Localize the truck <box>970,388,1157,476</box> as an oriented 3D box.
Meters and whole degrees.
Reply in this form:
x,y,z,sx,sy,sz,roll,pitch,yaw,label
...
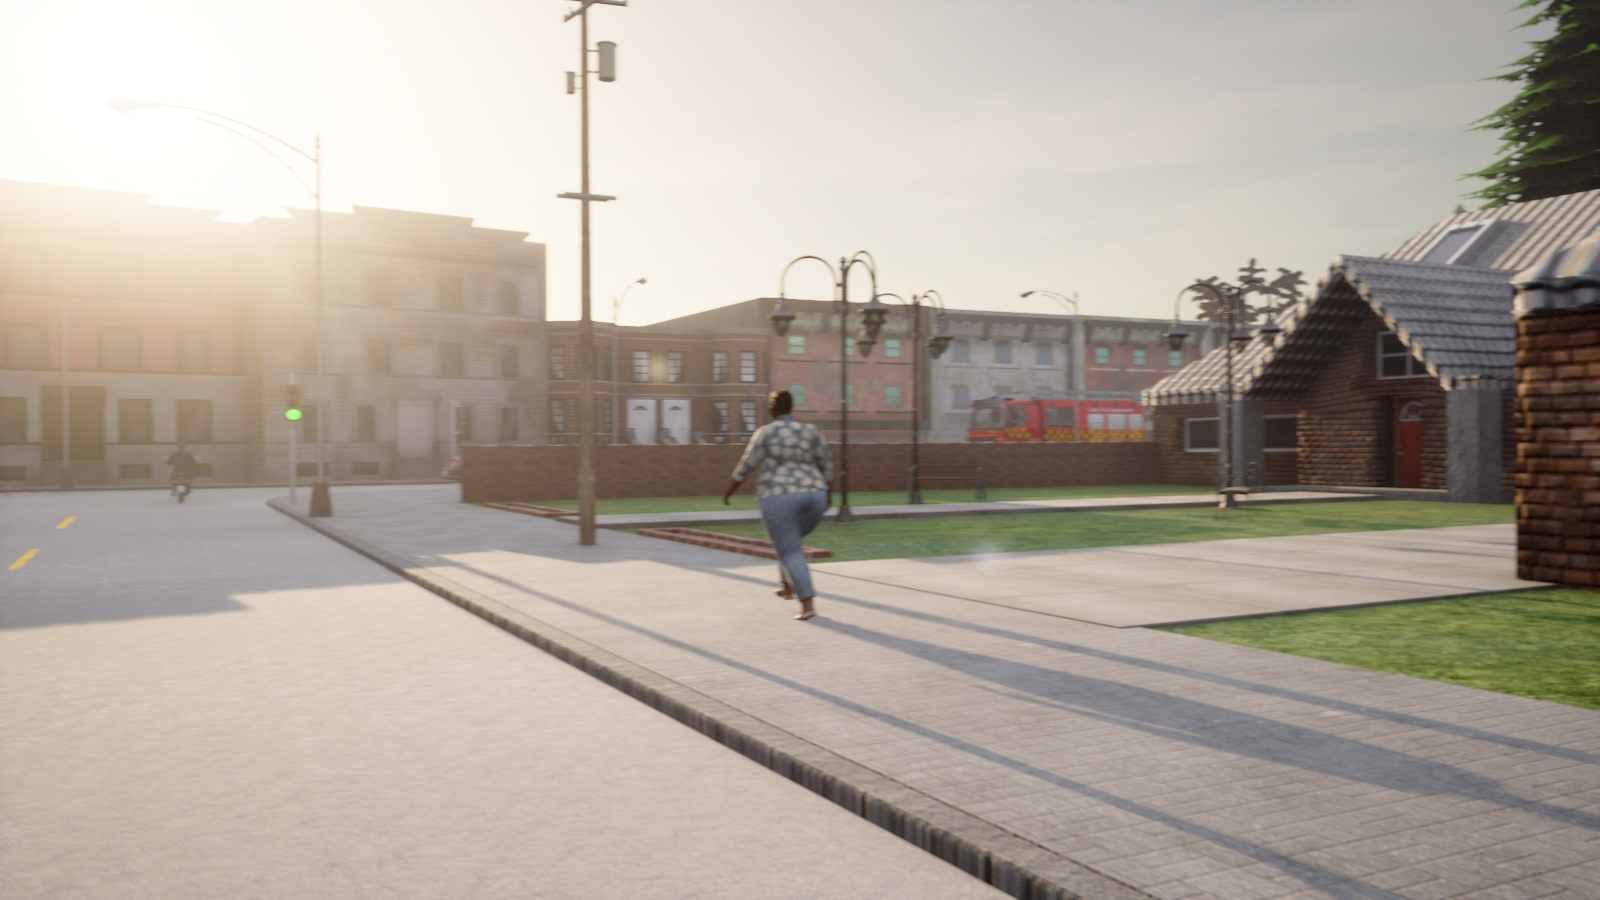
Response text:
x,y,z,sx,sy,sz,roll,pitch,yaw,label
12.225,-0.809,58.042,8.468,3.827,2.891,0,0,-27,truck

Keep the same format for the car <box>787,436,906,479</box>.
x,y,z,sx,sy,sz,roll,pitch,yaw,label
1.982,0.285,52.907,4.553,1.767,2.097,0,0,-27,car

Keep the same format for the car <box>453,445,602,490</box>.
x,y,z,sx,sy,sz,roll,pitch,yaw,label
-9.276,0.557,42.825,4.674,1.442,1.812,0,0,-27,car

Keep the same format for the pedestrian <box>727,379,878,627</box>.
x,y,z,sx,sy,sz,roll,pitch,yaw,label
0.008,0.395,10.007,0.874,1.855,0.900,0,0,-27,pedestrian

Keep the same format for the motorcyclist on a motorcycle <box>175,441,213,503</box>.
x,y,z,sx,sy,sz,roll,pitch,yaw,label
-16.026,0.568,33.241,0.866,1.590,1.817,0,0,-24,motorcyclist on a motorcycle
